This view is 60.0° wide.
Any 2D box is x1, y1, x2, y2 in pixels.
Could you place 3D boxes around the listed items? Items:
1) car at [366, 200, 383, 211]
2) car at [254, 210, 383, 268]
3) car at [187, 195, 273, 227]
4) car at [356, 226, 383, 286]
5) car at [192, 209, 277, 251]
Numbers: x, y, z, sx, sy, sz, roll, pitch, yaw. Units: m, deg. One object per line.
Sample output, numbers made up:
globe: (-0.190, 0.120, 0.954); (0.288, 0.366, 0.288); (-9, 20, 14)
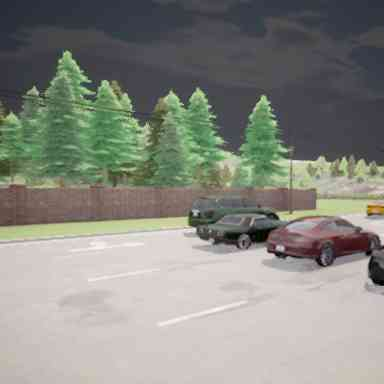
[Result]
car: (17.143, 1.436, 29.293); (5.008, 1.535, 1.882); (0, 0, -40)
car: (4.507, 1.513, 11.276); (4.674, 1.442, 1.812); (0, 0, -36)
car: (2.352, 1.206, 18.320); (5.566, 2.045, 2.150); (0, 0, -35)
car: (6.151, 1.552, 8.135); (4.181, 1.385, 1.994); (0, 0, -35)
car: (2.569, 1.588, 14.176); (4.718, 1.301, 1.895); (0, 0, -35)
